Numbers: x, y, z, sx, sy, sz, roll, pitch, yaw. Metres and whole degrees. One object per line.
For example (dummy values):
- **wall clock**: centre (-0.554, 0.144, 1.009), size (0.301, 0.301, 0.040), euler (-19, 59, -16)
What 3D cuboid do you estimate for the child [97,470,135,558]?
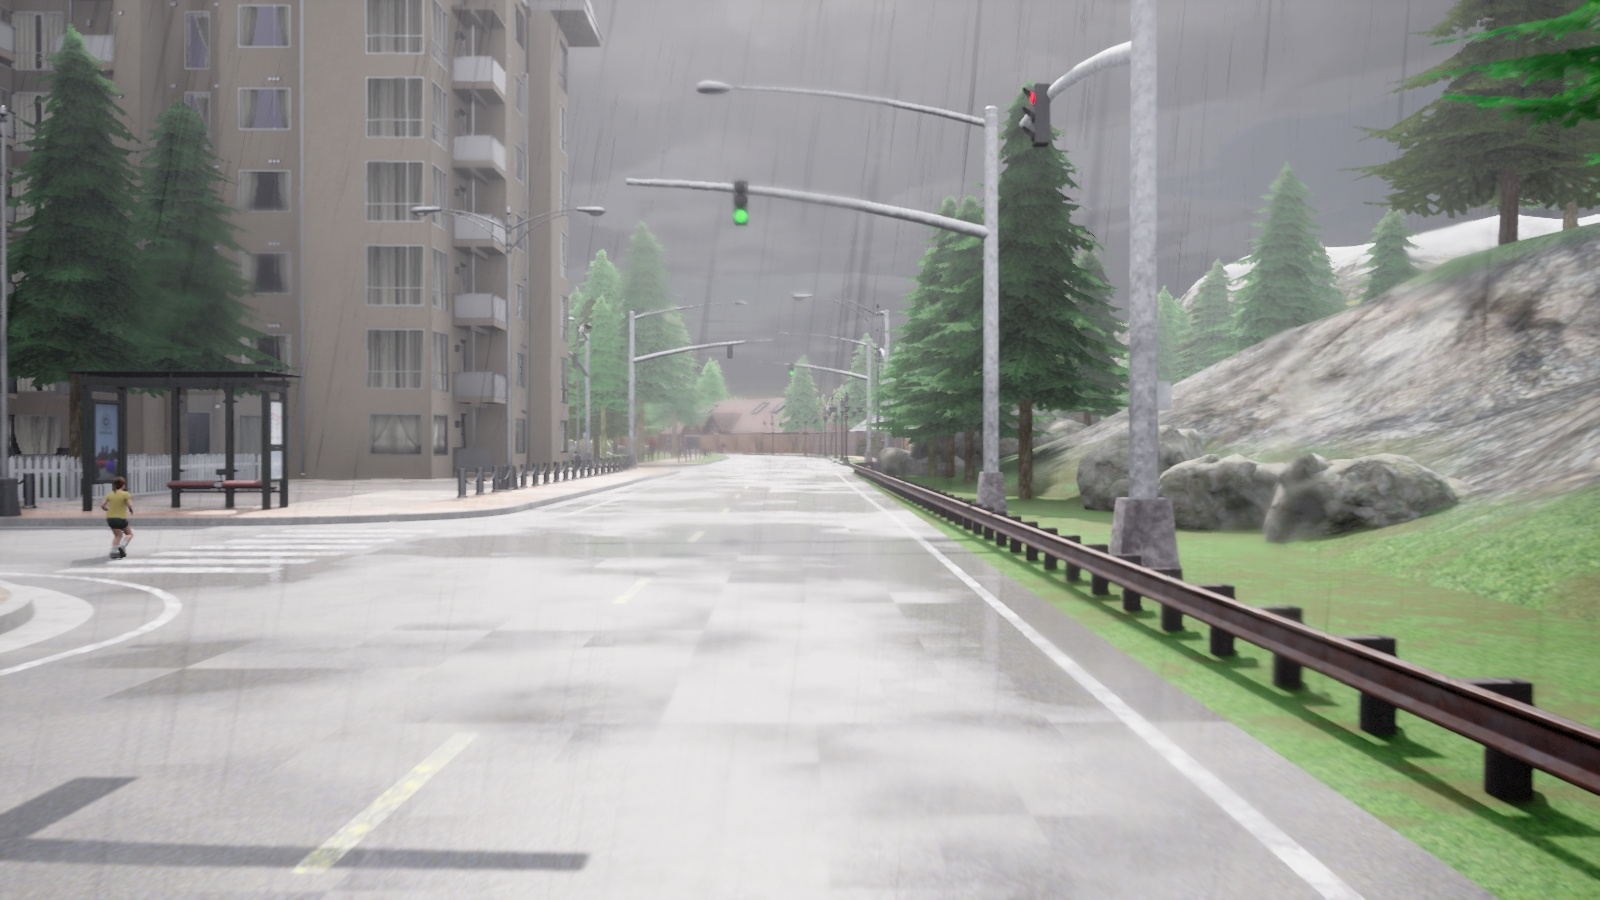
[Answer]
- **child**: centre (-8.752, 0.810, 16.065), size (0.255, 1.110, 0.394), euler (0, 0, 4)
